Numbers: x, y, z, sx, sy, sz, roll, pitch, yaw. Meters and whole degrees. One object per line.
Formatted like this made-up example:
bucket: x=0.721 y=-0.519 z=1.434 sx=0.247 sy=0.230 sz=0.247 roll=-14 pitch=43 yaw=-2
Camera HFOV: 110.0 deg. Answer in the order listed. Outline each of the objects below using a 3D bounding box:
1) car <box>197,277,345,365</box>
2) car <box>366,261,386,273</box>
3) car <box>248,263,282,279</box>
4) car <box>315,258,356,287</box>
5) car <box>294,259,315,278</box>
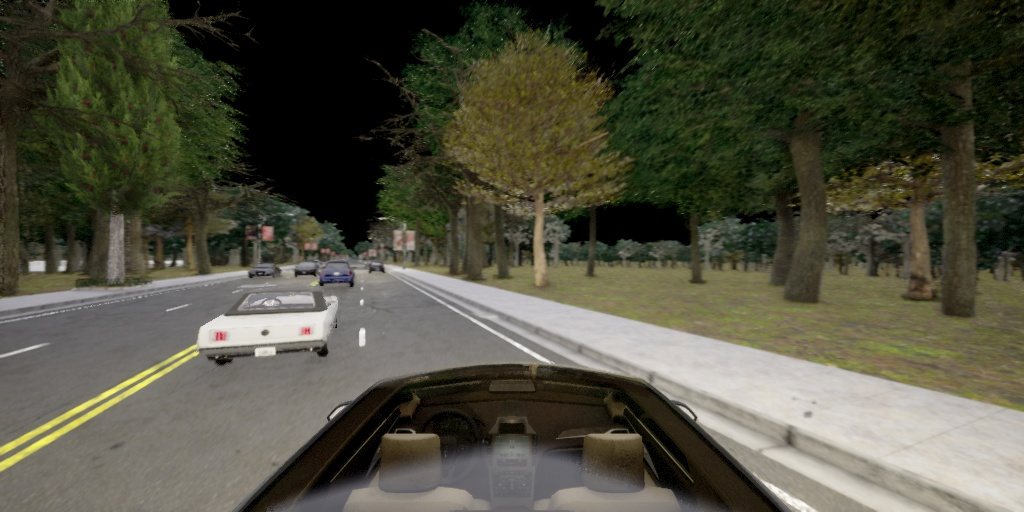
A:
car: x=-5.041 y=1.348 z=8.159 sx=1.895 sy=1.301 sz=4.718 roll=0 pitch=0 yaw=-23
car: x=-17.096 y=1.423 z=45.373 sx=1.812 sy=1.442 sz=4.674 roll=0 pitch=0 yaw=-23
car: x=-22.736 y=1.347 z=33.149 sx=1.994 sy=1.385 sz=4.181 roll=0 pitch=0 yaw=-23
car: x=-12.044 y=1.144 z=24.928 sx=2.097 sy=1.767 sz=4.553 roll=0 pitch=0 yaw=-23
car: x=-20.210 y=1.290 z=35.534 sx=1.882 sy=1.535 sz=5.008 roll=0 pitch=0 yaw=-23
